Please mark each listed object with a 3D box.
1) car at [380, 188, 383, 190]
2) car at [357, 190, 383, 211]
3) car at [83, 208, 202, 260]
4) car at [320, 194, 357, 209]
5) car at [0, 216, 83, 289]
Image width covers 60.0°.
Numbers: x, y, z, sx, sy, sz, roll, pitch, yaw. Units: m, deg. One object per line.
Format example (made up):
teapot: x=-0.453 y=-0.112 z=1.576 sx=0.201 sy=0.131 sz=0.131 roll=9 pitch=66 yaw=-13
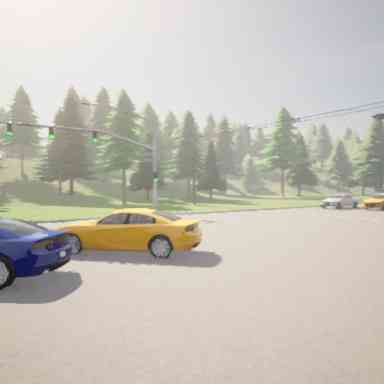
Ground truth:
car: x=22.993 y=0.498 z=38.712 sx=5.566 sy=2.045 sz=2.150 roll=-1 pitch=1 yaw=-33
car: x=18.065 y=0.894 z=31.315 sx=5.008 sy=1.535 sz=1.882 roll=-1 pitch=1 yaw=-33
car: x=-2.173 y=1.306 z=11.400 sx=5.008 sy=1.535 sz=1.882 roll=0 pitch=0 yaw=12
car: x=14.870 y=0.926 z=33.404 sx=4.674 sy=1.442 sz=1.812 roll=-1 pitch=1 yaw=-34
car: x=-5.616 y=1.371 z=8.343 sx=5.008 sy=1.535 sz=1.882 roll=0 pitch=0 yaw=5
